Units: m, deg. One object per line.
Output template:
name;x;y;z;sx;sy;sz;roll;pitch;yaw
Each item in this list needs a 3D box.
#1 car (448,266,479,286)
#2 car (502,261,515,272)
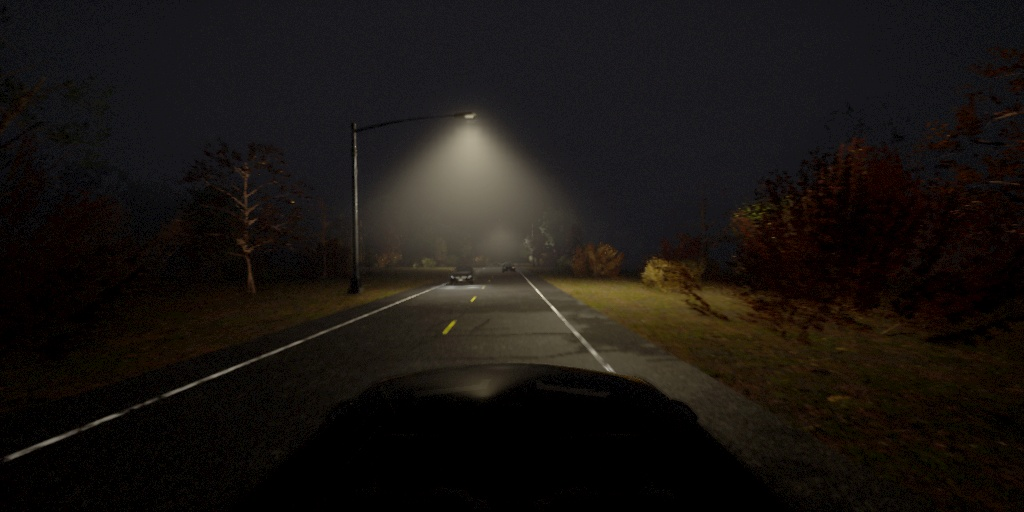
car;-3.893;1.557;29.321;1.812;1.442;4.674;-1;0;0
car;-0.465;1.756;53.144;1.895;1.301;4.718;-1;0;-1
